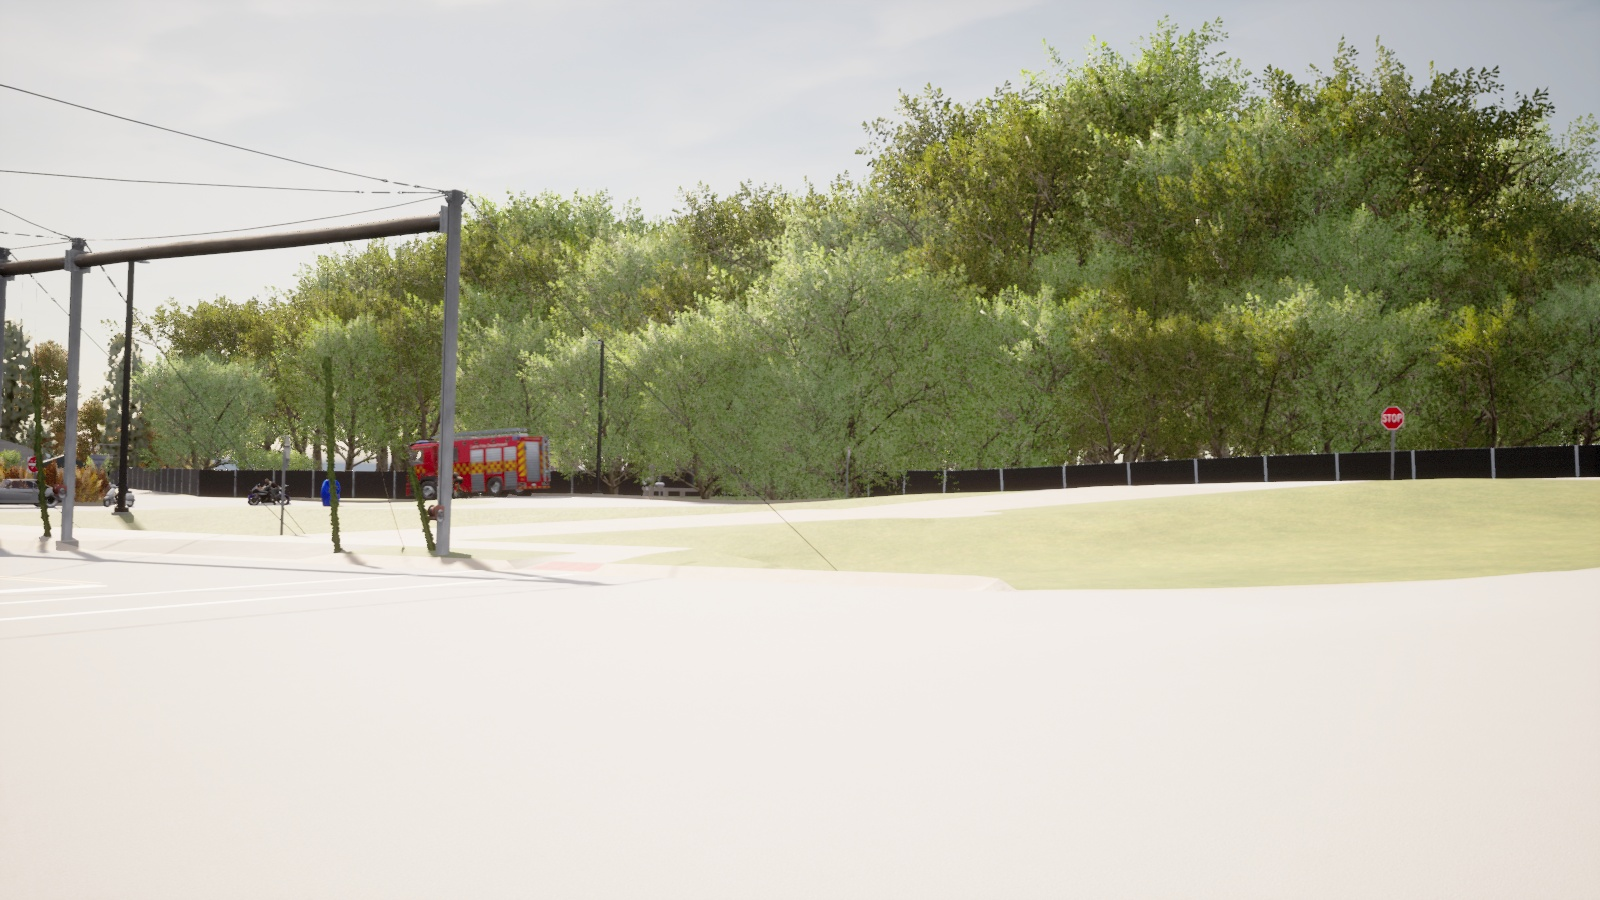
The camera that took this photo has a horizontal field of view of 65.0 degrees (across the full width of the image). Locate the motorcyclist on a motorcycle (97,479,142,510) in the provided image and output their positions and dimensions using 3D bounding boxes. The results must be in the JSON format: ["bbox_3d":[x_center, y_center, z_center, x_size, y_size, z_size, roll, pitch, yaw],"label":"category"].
[{"bbox_3d":[-34.726,2.280,64.140,0.866,1.590,1.817,0,-2,24],"label":"motorcyclist on a motorcycle"}]

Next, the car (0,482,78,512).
[{"bbox_3d":[-35.258,2.098,56.199,1.895,1.301,4.718,0,-2,45],"label":"car"}]

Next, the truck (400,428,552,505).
[{"bbox_3d":[-18.733,1.011,72.445,8.468,3.827,2.891,-4,-2,26],"label":"truck"}]

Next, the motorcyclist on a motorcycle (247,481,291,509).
[{"bbox_3d":[-29.836,2.533,70.613,2.191,1.530,0.866,0,-1,-31],"label":"motorcyclist on a motorcycle"}]
